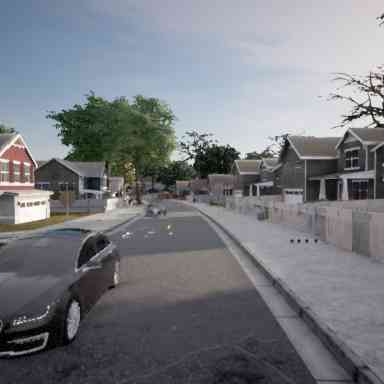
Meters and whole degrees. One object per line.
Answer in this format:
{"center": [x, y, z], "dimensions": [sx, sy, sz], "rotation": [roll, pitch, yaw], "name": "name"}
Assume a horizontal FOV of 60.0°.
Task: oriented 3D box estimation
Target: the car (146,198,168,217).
{"center": [-3.367, 1.532, 32.052], "dimensions": [2.128, 1.511, 4.902], "rotation": [0, 0, -3], "name": "car"}

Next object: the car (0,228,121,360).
{"center": [-2.657, 1.534, 6.418], "dimensions": [1.837, 1.490, 4.892], "rotation": [0, 0, 0], "name": "car"}

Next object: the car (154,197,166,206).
{"center": [-5.572, 1.651, 57.500], "dimensions": [1.994, 1.385, 4.181], "rotation": [0, 0, -6], "name": "car"}
